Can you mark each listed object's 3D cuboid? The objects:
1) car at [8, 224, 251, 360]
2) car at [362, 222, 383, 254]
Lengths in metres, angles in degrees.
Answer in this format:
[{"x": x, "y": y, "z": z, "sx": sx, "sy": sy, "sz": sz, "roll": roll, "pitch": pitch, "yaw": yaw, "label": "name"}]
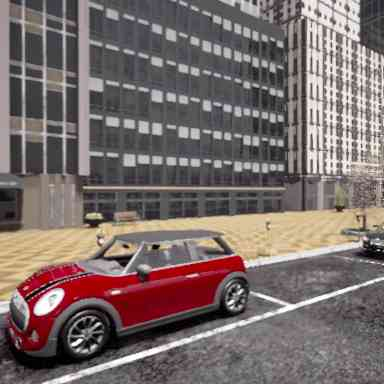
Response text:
[{"x": -0.936, "y": 1.450, "z": 5.902, "sx": 4.097, "sy": 1.590, "sz": 1.967, "roll": 0, "pitch": 0, "yaw": -36, "label": "car"}, {"x": 8.033, "y": 1.569, "z": 12.348, "sx": 4.403, "sy": 1.369, "sz": 2.008, "roll": 0, "pitch": 0, "yaw": -36, "label": "car"}]
